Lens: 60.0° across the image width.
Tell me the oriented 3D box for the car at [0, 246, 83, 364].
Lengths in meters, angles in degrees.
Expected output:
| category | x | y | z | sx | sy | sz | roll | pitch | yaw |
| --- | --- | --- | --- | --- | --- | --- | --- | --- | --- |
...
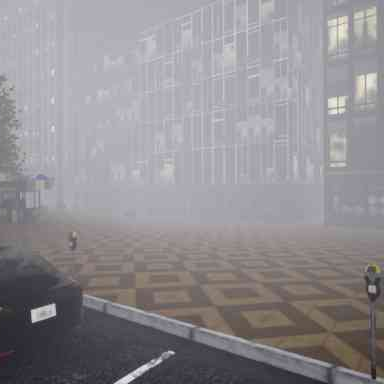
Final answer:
| category | x | y | z | sx | sy | sz | roll | pitch | yaw |
| --- | --- | --- | --- | --- | --- | --- | --- | --- | --- |
| car | -3.568 | 1.566 | 5.417 | 4.313 | 1.339 | 1.947 | 0 | 0 | 35 |
